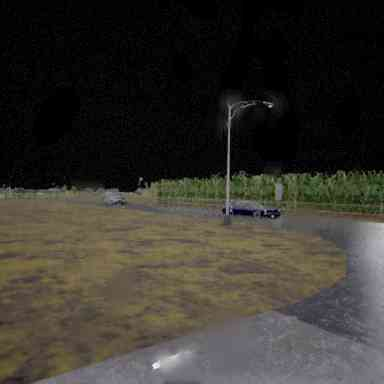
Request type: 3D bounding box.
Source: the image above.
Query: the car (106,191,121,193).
[{"bbox_3d":[-13.844,0.892,57.266,2.150,2.045,5.566,1,-1,-35],"label":"car"}]

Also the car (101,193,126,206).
[{"bbox_3d":[-10.891,1.183,46.723,1.994,1.385,4.181,1,-1,-35],"label":"car"}]

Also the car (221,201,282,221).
[{"bbox_3d":[4.404,1.377,25.081,1.895,1.301,4.718,1,0,-35],"label":"car"}]
